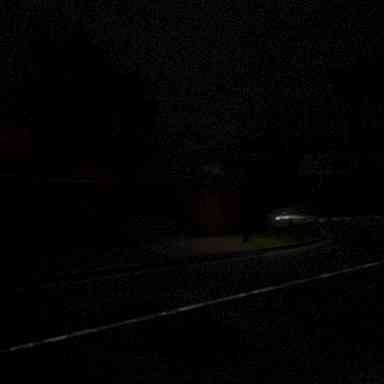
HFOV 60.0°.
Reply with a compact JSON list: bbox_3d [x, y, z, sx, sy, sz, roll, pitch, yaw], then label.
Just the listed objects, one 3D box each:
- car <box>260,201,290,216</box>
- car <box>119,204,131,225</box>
[{"bbox_3d":[7.327,1.600,34.072,2.033,1.411,5.357,1,0,-35],"label":"car"},{"bbox_3d":[-5.866,1.196,21.534,2.152,1.636,5.027,1,0,-35],"label":"car"}]
